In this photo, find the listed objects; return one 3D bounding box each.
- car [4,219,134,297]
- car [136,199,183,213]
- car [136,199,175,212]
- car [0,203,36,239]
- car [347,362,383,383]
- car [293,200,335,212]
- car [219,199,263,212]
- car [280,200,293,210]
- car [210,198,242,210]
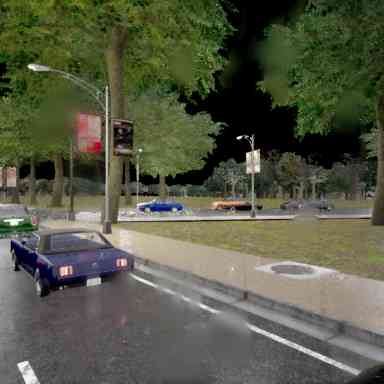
[{"bbox_3d":[-3.414,1.601,8.755,1.895,1.301,4.718,0,0,-38],"label":"car"},{"bbox_3d":[-3.596,1.613,38.421,5.008,1.535,1.882,0,0,-13],"label":"car"},{"bbox_3d":[-4.564,1.660,41.521,4.674,1.442,1.812,0,0,-16],"label":"car"},{"bbox_3d":[-8.880,1.353,15.892,2.097,1.767,4.553,0,0,-37],"label":"car"},{"bbox_3d":[2.799,1.478,0.653,1.882,1.535,5.008,0,0,-38],"label":"car"},{"bbox_3d":[16.220,1.747,43.408,4.902,1.511,2.128,0,0,-14],"label":"car"},{"bbox_3d":[6.166,1.793,40.883,4.718,1.301,1.895,0,0,-14],"label":"car"},{"bbox_3d":[14.419,1.812,46.308,4.181,1.385,1.994,0,0,-14],"label":"car"},{"bbox_3d":[4.755,1.540,43.879,4.553,1.767,2.097,0,0,-14],"label":"car"}]
